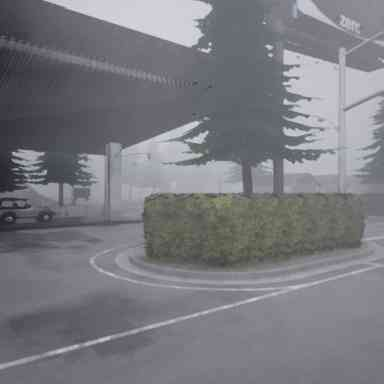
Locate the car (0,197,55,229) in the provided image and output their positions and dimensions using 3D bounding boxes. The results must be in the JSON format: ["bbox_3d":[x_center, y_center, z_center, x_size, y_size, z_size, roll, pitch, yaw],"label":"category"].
[{"bbox_3d":[-11.904,1.312,23.530,3.866,1.878,1.905,0,0,-36],"label":"car"}]
